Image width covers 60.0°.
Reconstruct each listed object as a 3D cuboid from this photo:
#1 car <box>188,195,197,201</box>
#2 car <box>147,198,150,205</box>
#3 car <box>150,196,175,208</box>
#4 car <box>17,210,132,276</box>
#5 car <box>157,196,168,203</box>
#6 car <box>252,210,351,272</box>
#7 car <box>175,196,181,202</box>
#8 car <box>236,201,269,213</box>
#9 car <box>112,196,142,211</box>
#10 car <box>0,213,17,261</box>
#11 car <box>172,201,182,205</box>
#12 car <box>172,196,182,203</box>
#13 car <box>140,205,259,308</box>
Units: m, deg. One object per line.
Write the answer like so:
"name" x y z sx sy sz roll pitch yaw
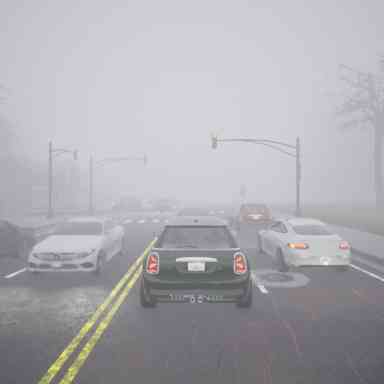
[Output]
"car" 0.143 1.482 85.668 2.128 1.511 4.902 0 0 0
"car" -6.495 1.528 56.584 2.033 1.411 5.357 0 0 0
"car" -3.291 1.501 37.886 1.837 1.490 4.892 0 0 0
"car" -3.335 1.525 10.513 1.812 1.442 4.674 0 0 0
"car" -6.380 1.521 71.777 1.994 1.385 4.181 0 0 0
"car" 3.350 1.526 10.616 1.812 1.442 4.674 0 0 0
"car" -3.252 1.488 53.507 1.837 1.490 4.892 0 0 0
"car" 3.341 1.352 19.410 2.097 1.767 4.553 0 0 0
"car" -7.375 1.347 38.108 2.097 1.767 4.553 0 0 13
"car" -6.587 1.547 9.880 2.033 1.411 5.357 0 0 0
"car" 0.070 1.477 17.329 1.882 1.535 5.008 0 0 0
"car" -3.137 1.497 68.303 1.812 1.442 4.674 0 1 0
"car" 0.090 1.352 8.064 2.097 1.767 4.553 0 0 0
